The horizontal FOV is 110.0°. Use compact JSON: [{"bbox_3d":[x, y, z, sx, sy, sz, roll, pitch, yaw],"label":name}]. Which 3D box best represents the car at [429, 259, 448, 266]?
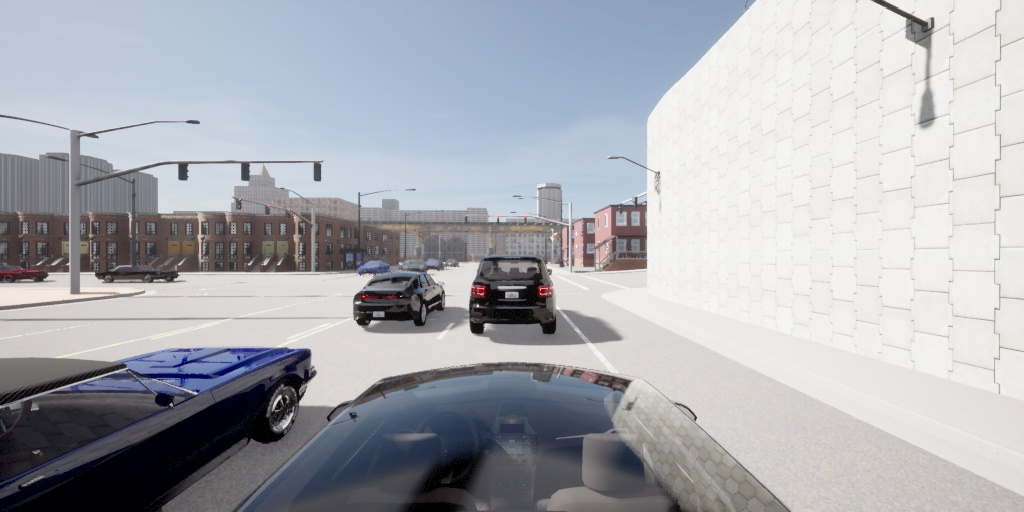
[{"bbox_3d":[-10.607,1.297,49.290,2.033,1.411,5.357,0,0,0],"label":"car"}]

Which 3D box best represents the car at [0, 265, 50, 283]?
[{"bbox_3d":[-38.295,1.351,27.065,4.718,1.301,1.895,0,0,0],"label":"car"}]

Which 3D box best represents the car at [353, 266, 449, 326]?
[{"bbox_3d":[-3.422,1.255,11.645,1.837,1.490,4.892,0,0,0],"label":"car"}]

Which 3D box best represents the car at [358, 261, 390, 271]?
[{"bbox_3d":[-14.111,1.227,36.953,1.882,1.535,5.008,0,0,0],"label":"car"}]

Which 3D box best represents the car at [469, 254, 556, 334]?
[{"bbox_3d":[0.062,0.971,10.755,2.150,2.045,5.566,0,0,1],"label":"car"}]

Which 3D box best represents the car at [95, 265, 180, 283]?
[{"bbox_3d":[-28.178,1.351,27.101,4.718,1.301,1.895,0,0,0],"label":"car"}]

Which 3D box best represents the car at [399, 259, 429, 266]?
[{"bbox_3d":[-9.987,1.101,36.825,2.097,1.767,4.553,0,0,-10],"label":"car"}]

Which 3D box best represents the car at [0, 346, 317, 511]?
[{"bbox_3d":[-3.397,1.351,2.391,1.895,1.301,4.718,0,0,0],"label":"car"}]

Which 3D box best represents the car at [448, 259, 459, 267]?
[{"bbox_3d":[-10.577,1.242,63.368,2.128,1.511,4.902,0,0,0],"label":"car"}]
